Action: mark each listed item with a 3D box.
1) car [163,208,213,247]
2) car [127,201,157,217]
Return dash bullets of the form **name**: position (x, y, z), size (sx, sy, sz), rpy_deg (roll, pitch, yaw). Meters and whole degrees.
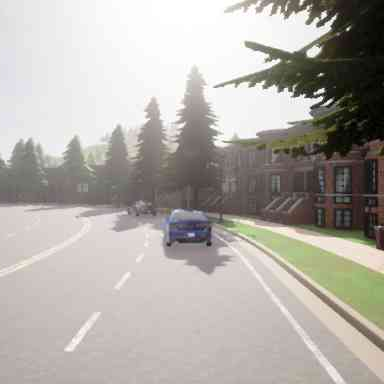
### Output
- **car**: position (-0.280, 1.485, 15.191), size (1.882, 1.535, 5.008), rpy_deg (0, 0, -6)
- **car**: position (-4.716, 1.533, 31.243), size (1.812, 1.442, 4.674), rpy_deg (0, 0, -25)
